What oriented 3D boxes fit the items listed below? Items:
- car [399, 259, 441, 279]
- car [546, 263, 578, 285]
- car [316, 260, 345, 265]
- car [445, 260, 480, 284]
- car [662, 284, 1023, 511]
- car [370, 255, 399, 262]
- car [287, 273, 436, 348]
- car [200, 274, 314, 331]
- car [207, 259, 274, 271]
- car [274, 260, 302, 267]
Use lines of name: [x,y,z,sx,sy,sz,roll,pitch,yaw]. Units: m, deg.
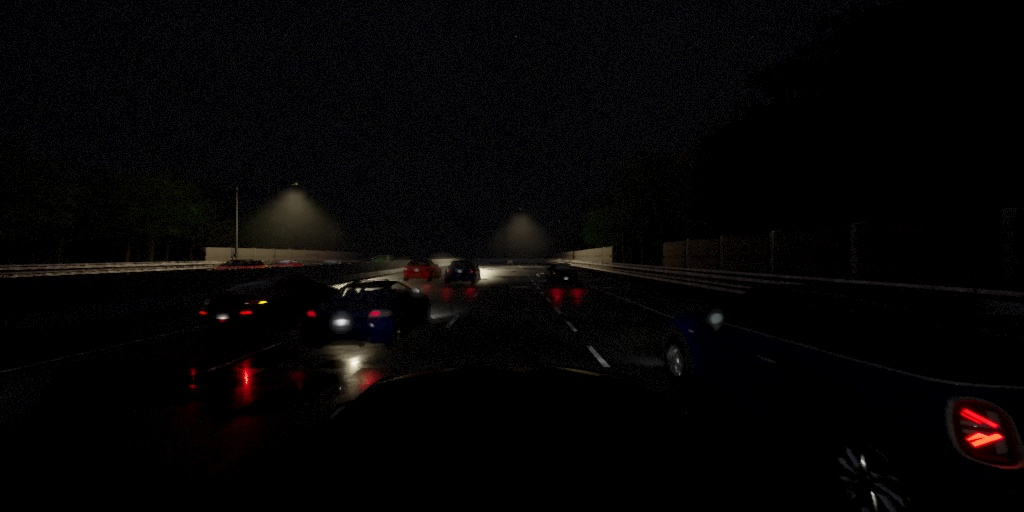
car: [-7.043,1.058,28.551,2.097,1.767,4.553,0,0,0]
car: [3.471,1.243,25.298,1.812,1.442,4.674,0,0,0]
car: [-24.834,1.245,49.027,1.895,1.301,4.718,0,0,0]
car: [-3.533,1.065,26.301,2.097,1.767,4.553,0,0,0]
car: [3.569,1.104,4.191,2.097,1.767,4.553,0,0,0]
car: [-17.838,0.865,49.512,2.150,2.045,5.566,0,0,0]
car: [-3.454,1.313,9.239,1.994,1.385,4.181,0,0,0]
car: [-6.975,1.274,10.929,1.812,1.442,4.674,0,0,0]
car: [-21.240,1.061,27.862,2.097,1.767,4.553,0,0,0]
car: [-28.316,1.211,45.144,1.994,1.385,4.181,0,0,0]
